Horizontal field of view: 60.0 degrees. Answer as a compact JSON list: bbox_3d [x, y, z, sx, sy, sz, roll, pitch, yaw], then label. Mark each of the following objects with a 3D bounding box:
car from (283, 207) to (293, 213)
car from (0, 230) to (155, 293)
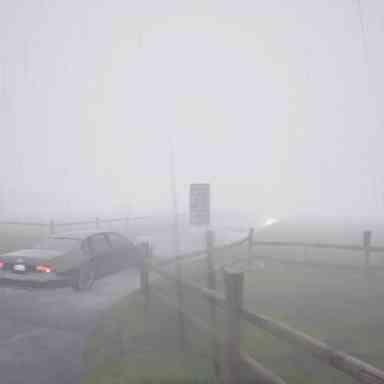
[{"bbox_3d":[25.583,4.999,89.826,2.128,1.511,4.902,0,-2,20],"label":"car"},{"bbox_3d":[-2.994,1.825,9.776,2.033,1.411,5.357,-1,-2,20],"label":"car"}]
